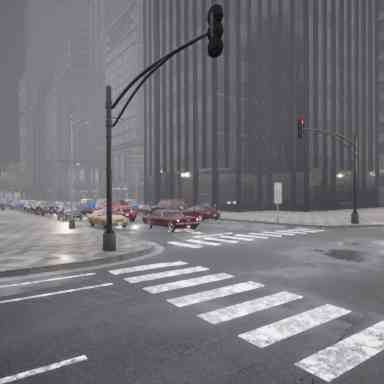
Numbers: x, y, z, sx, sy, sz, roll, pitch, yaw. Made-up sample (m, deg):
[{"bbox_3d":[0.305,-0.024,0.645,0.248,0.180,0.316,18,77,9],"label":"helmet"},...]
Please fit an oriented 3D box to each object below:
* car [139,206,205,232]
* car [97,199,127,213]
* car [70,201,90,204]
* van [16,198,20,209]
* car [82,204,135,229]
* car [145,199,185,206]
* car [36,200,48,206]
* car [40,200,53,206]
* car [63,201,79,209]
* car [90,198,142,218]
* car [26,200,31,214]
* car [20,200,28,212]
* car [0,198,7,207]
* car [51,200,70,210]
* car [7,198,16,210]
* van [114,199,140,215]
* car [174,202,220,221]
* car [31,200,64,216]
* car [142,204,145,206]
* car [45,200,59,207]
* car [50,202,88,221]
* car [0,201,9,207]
[{"bbox_3d":[-1.484,1.846,22.310,1.895,1.301,4.718,0,-1,-35],"label":"car"},{"bbox_3d":[-11.133,1.875,46.072,2.192,1.841,5.009,-1,0,-35],"label":"car"},{"bbox_3d":[-12.952,2.063,38.493,2.033,1.411,5.357,0,-1,-35],"label":"car"},{"bbox_3d":[-26.126,2.122,52.434,1.690,1.788,3.998,-1,0,-35],"label":"van"},{"bbox_3d":[-6.240,1.843,24.397,1.752,1.417,4.829,-1,0,-35],"label":"car"},{"bbox_3d":[-2.319,1.668,33.613,2.192,1.841,5.009,-1,0,-35],"label":"car"},{"bbox_3d":[-37.670,2.709,83.456,2.008,1.369,4.403,-1,0,-35],"label":"car"},{"bbox_3d":[-34.660,2.660,79.213,1.947,1.339,4.313,-1,0,-35],"label":"car"},{"bbox_3d":[-22.623,2.406,62.238,1.802,1.307,4.206,-1,0,-35],"label":"car"},{"bbox_3d":[-7.033,1.598,30.138,2.150,2.045,5.566,0,-1,-35],"label":"car"},{"bbox_3d":[-20.470,2.195,44.463,1.887,1.381,4.507,-1,0,-35],"label":"car"},{"bbox_3d":[-23.298,2.156,48.448,1.967,1.590,4.097,-1,0,-35],"label":"car"},{"bbox_3d":[-41.210,2.666,73.710,1.887,1.381,4.507,-1,0,-35],"label":"car"},{"bbox_3d":[-22.986,2.270,57.990,1.882,1.535,5.008,0,-1,-35],"label":"car"},{"bbox_3d":[-31.880,2.353,60.550,1.967,1.590,4.097,-1,0,-35],"label":"car"},{"bbox_3d":[-8.195,1.832,41.919,1.690,1.788,3.998,-1,0,-35],"label":"van"},{"bbox_3d":[0.624,1.828,29.460,1.887,1.381,4.507,-1,0,-35],"label":"car"},{"bbox_3d":[-17.649,1.900,40.478,2.192,1.841,5.009,-1,0,-35],"label":"car"},{"bbox_3d":[-5.251,2.004,37.766,1.802,1.307,4.206,-1,0,-35],"label":"car"},{"bbox_3d":[-31.650,2.594,74.968,1.947,1.339,4.313,-1,0,-35],"label":"car"},{"bbox_3d":[-11.991,2.004,32.506,2.008,1.369,4.403,-1,0,-35],"label":"car"},{"bbox_3d":[-44.320,2.770,78.096,1.802,1.307,4.206,-1,0,-35],"label":"car"}]
